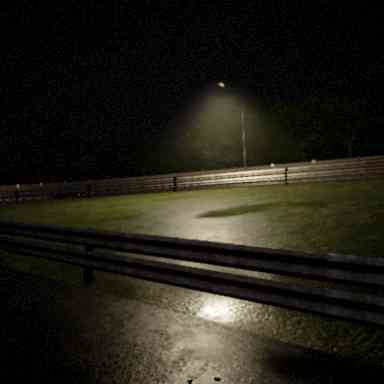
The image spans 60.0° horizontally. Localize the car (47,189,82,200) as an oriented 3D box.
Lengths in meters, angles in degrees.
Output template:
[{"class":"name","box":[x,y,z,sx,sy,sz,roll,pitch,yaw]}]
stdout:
[{"class":"car","box":[-16.791,0.342,43.791,4.892,1.490,1.837,-4,-2,21]}]
